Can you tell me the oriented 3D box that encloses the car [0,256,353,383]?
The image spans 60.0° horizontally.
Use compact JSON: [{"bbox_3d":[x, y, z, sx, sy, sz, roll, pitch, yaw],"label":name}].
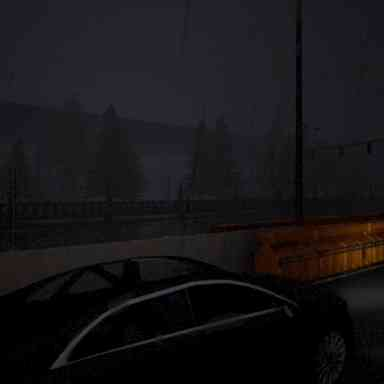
[{"bbox_3d":[-0.155,1.492,3.636,4.902,1.511,2.128,0,0,-36],"label":"car"}]
